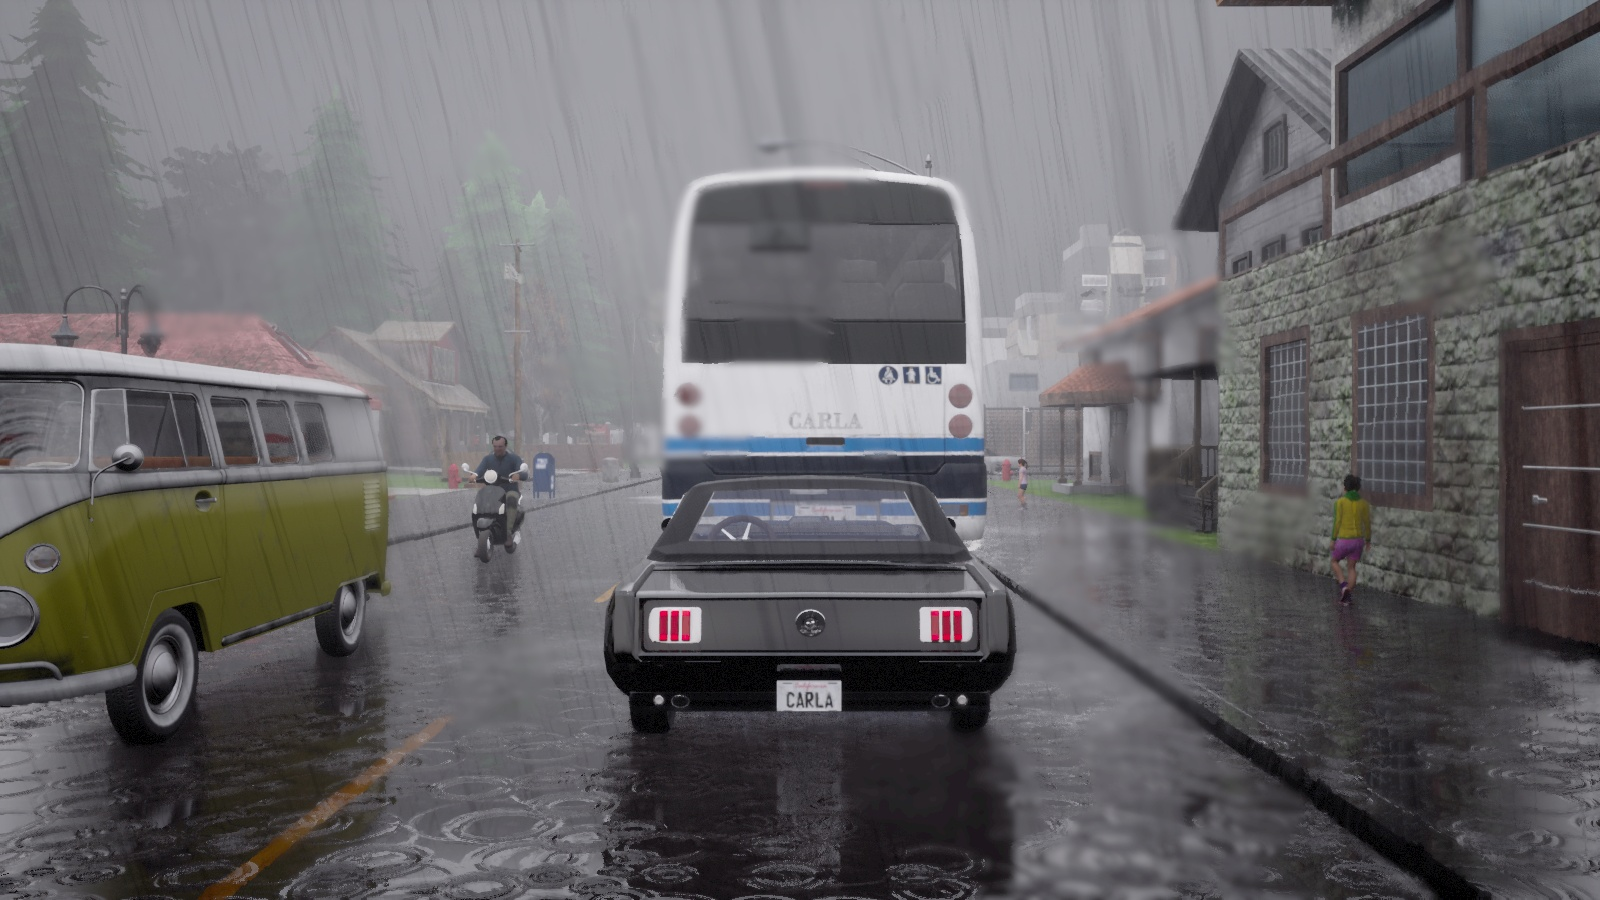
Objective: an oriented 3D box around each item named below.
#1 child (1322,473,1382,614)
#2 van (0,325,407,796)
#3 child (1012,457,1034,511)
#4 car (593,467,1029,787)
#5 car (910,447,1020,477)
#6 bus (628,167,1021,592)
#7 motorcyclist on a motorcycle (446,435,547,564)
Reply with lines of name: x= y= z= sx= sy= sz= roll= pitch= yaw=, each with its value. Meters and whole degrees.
child: x=4.693 y=0.780 z=10.684 sx=0.299 sy=1.160 sz=0.473 roll=0 pitch=0 yaw=0
van: x=-3.948 y=0.454 z=7.526 sx=1.775 sy=1.987 sz=4.442 roll=0 pitch=0 yaw=0
child: x=4.630 y=0.693 z=26.090 sx=0.394 sy=1.110 sz=0.255 roll=0 pitch=0 yaw=30
car: x=0.053 y=0.803 z=7.818 sx=1.895 sy=1.301 sz=4.718 roll=0 pitch=0 yaw=0
car: x=7.356 y=0.535 z=56.303 sx=4.718 sy=1.301 sz=1.895 roll=0 pitch=0 yaw=0
bus: x=0.139 y=-0.730 z=17.748 sx=3.944 sy=4.253 sz=10.273 roll=0 pitch=0 yaw=-1
motorcyclist on a motorcycle: x=-3.907 y=0.605 z=16.322 sx=0.866 sy=1.590 sz=1.817 roll=0 pitch=0 yaw=0
